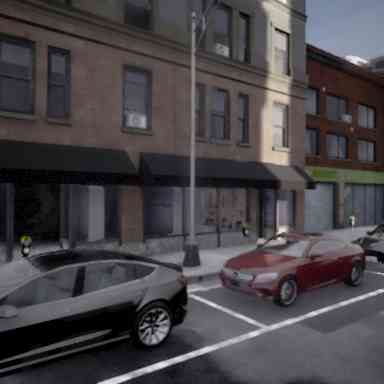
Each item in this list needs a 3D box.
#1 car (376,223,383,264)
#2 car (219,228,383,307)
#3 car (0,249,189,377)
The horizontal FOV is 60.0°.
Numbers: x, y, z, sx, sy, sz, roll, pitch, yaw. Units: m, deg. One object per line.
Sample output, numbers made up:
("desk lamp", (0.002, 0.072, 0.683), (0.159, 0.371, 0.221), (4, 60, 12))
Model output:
("car", (7.208, 1.679, 11.331), (4.313, 1.339, 1.947), (1, 0, -36))
("car", (2.582, 1.643, 8.031), (4.206, 1.307, 1.802), (1, 0, -36))
("car", (-2.043, 1.575, 4.731), (4.313, 1.339, 1.947), (1, 0, -36))
